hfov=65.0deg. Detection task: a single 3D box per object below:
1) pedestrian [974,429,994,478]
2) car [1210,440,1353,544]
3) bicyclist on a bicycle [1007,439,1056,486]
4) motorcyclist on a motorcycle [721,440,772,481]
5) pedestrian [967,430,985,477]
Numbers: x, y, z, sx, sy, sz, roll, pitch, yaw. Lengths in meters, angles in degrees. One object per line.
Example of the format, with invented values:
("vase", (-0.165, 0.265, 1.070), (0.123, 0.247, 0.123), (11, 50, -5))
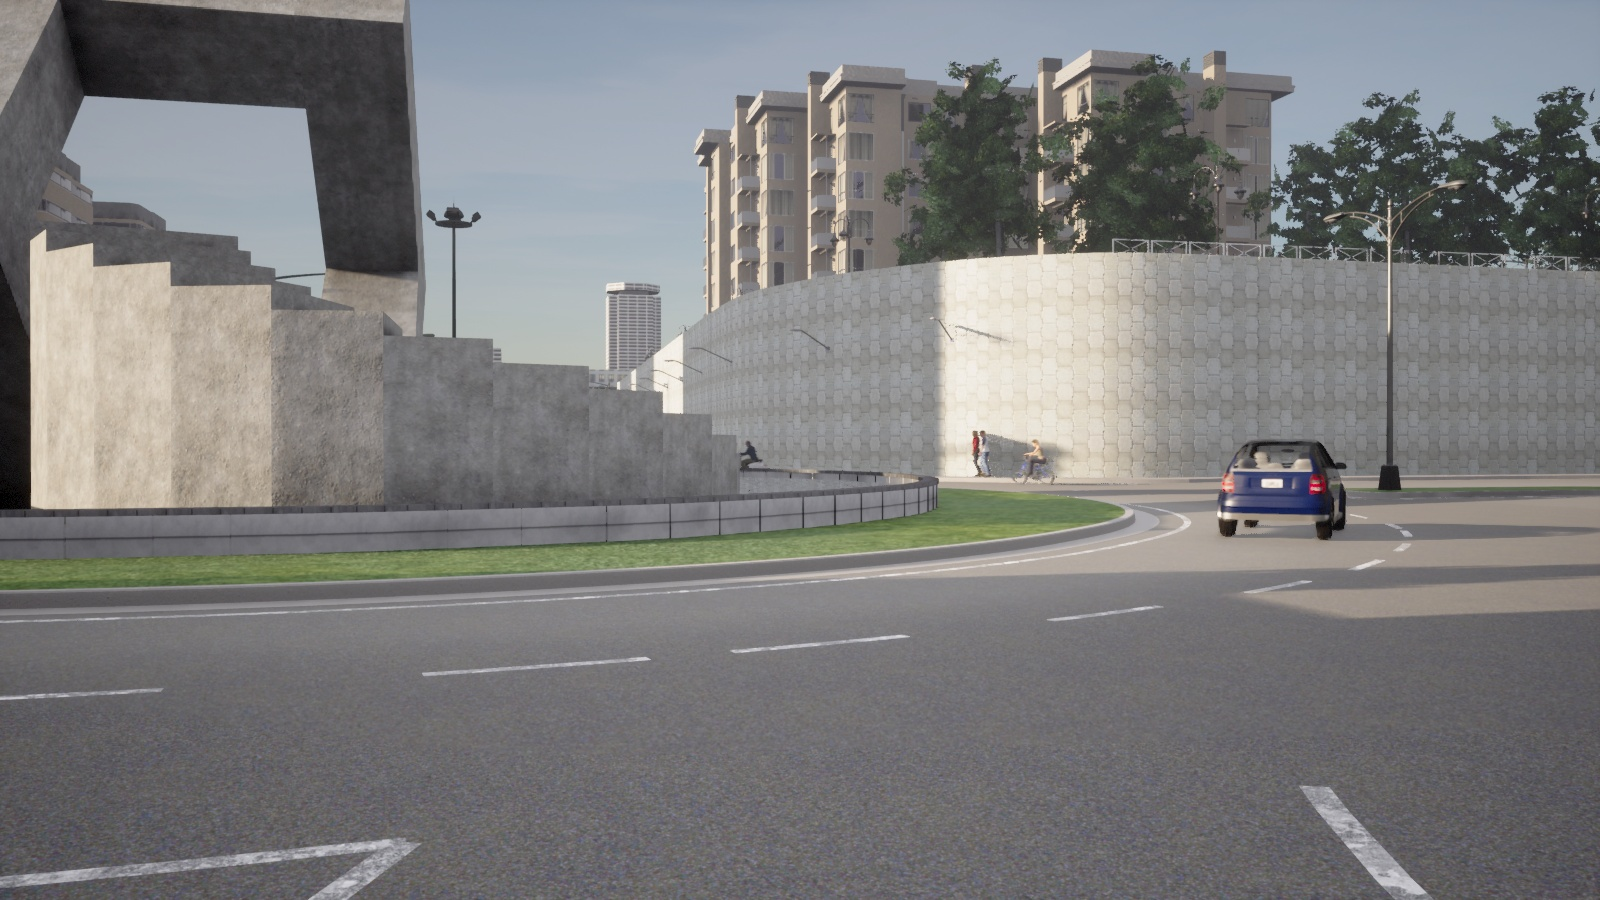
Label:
("pedestrian", (7.024, 0.136, 48.005), (0.706, 1.836, 0.354), (0, 0, 21))
("car", (8.071, 0.614, 20.865), (1.789, 1.549, 3.705), (0, 0, 28))
("bicyclist on a bicycle", (8.124, 0.441, 44.130), (1.509, 1.612, 0.866), (0, -1, 25))
("motorcyclist on a motorcycle", (-2.130, 0.415, 49.986), (1.817, 1.590, 0.866), (0, 1, 23))
("pedestrian", (6.802, 0.133, 48.578), (0.636, 1.846, 0.331), (0, 0, 16))
